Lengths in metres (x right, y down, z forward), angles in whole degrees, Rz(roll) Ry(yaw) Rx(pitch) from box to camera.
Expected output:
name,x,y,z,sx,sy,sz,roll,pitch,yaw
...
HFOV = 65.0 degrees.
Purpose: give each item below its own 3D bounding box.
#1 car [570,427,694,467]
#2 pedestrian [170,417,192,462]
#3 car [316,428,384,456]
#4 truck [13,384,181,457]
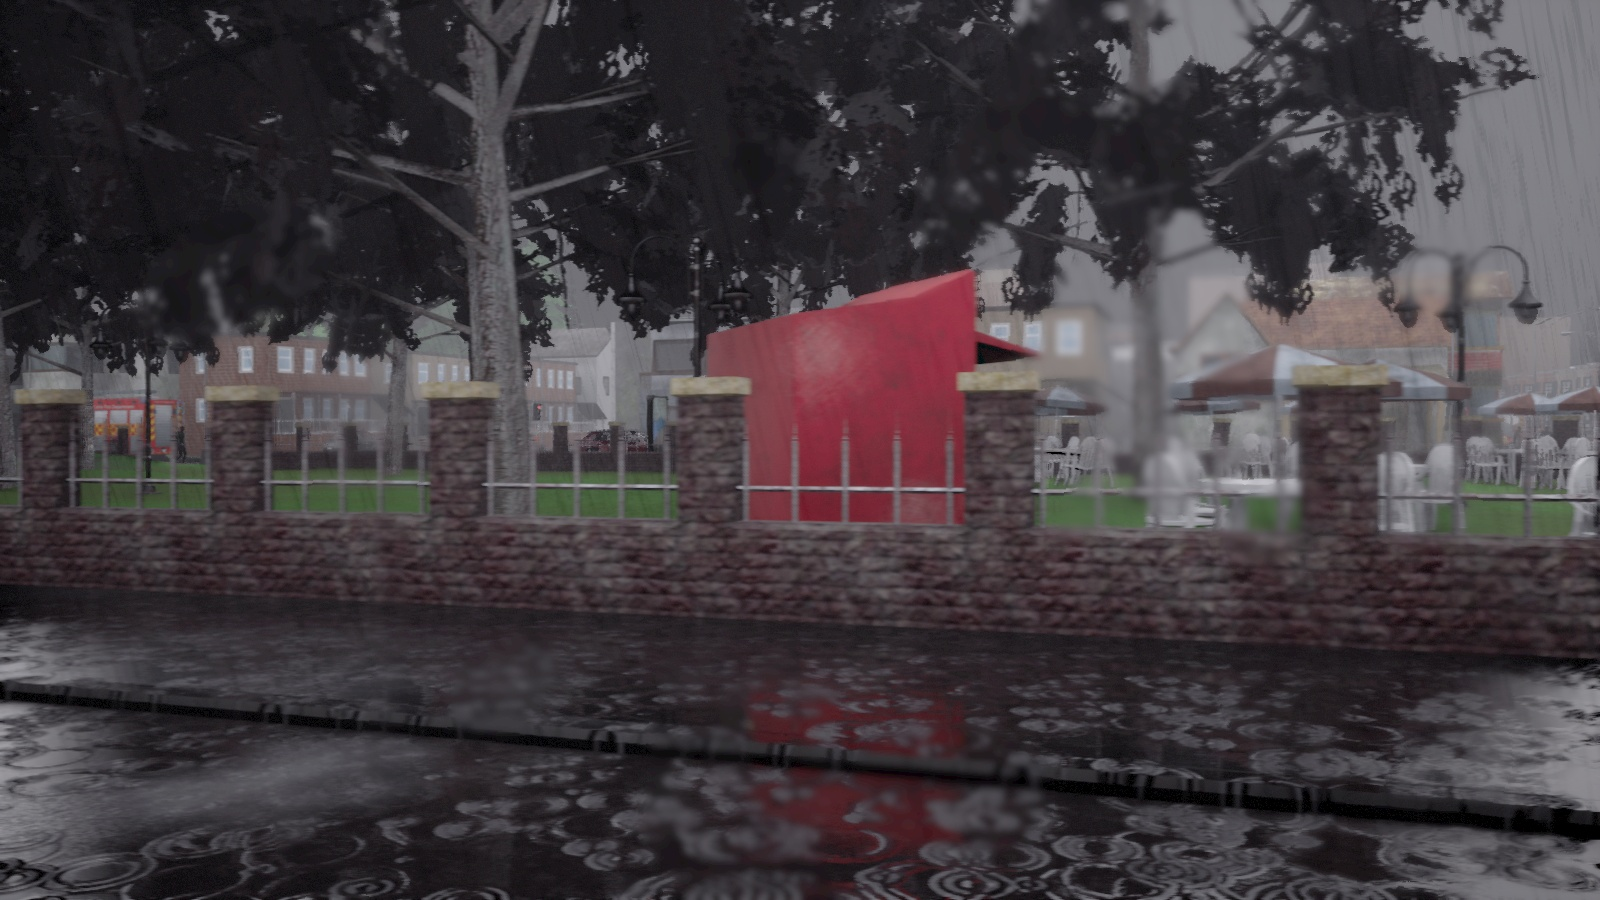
name,x,y,z,sx,sy,sz,roll,pitch,yaw
car,-7.200,-0.134,53.910,4.856,1.649,2.033,1,1,19
pedestrian,-27.119,-0.447,54.993,0.788,1.949,0.423,1,1,19
car,-25.885,-0.450,72.395,1.789,1.549,3.705,1,1,19
truck,-38.350,-1.580,68.507,8.468,3.827,2.891,0,1,16
